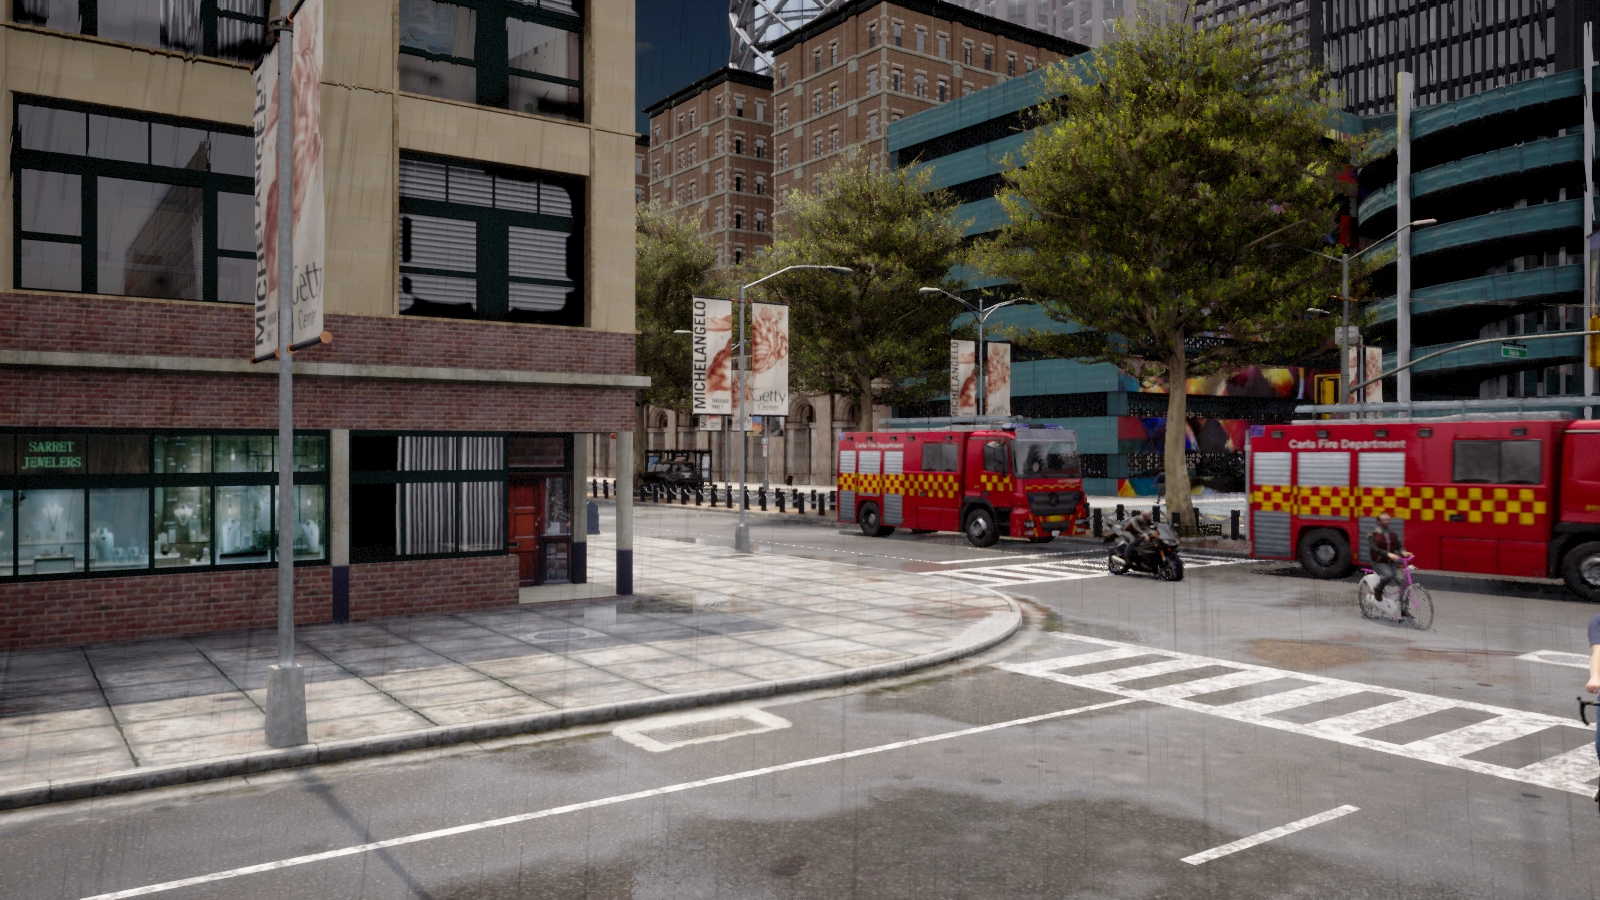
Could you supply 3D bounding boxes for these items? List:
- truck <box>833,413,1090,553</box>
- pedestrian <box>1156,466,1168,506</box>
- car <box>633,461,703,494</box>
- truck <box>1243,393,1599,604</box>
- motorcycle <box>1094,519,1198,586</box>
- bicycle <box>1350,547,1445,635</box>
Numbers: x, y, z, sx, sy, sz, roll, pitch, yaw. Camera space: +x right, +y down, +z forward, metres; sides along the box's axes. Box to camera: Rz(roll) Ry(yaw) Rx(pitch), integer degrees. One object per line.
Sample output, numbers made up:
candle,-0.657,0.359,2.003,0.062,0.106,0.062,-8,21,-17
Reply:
truck,4.744,0.879,35.552,2.891,3.827,8.468,0,0,-35
pedestrian,16.996,1.679,53.664,0.375,1.860,0.375,0,0,-31
car,-8.678,1.765,74.531,2.150,2.045,5.566,0,0,-35
truck,13.903,0.881,23.654,2.891,3.827,8.468,0,0,-41
motorcycle,7.529,2.197,24.977,0.867,1.251,2.209,0,0,-28
bicycle,9.462,2.203,18.177,0.329,1.171,1.835,-1,0,-8
